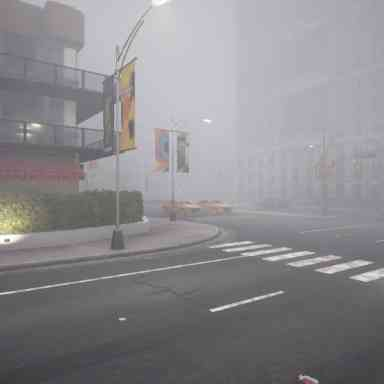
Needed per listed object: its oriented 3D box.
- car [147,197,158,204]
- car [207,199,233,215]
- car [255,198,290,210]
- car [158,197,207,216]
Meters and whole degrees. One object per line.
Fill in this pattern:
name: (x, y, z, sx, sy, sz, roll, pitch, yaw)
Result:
car: (-6.163, 1.601, 59.267, 4.718, 1.301, 1.895, 0, 0, 42)
car: (2.066, 1.478, 34.285, 1.882, 1.535, 5.008, 0, 0, -35)
car: (10.286, 1.504, 42.890, 1.837, 1.490, 4.892, 0, 0, -35)
car: (-1.062, 1.478, 32.648, 1.882, 1.535, 5.008, 0, 0, -35)
